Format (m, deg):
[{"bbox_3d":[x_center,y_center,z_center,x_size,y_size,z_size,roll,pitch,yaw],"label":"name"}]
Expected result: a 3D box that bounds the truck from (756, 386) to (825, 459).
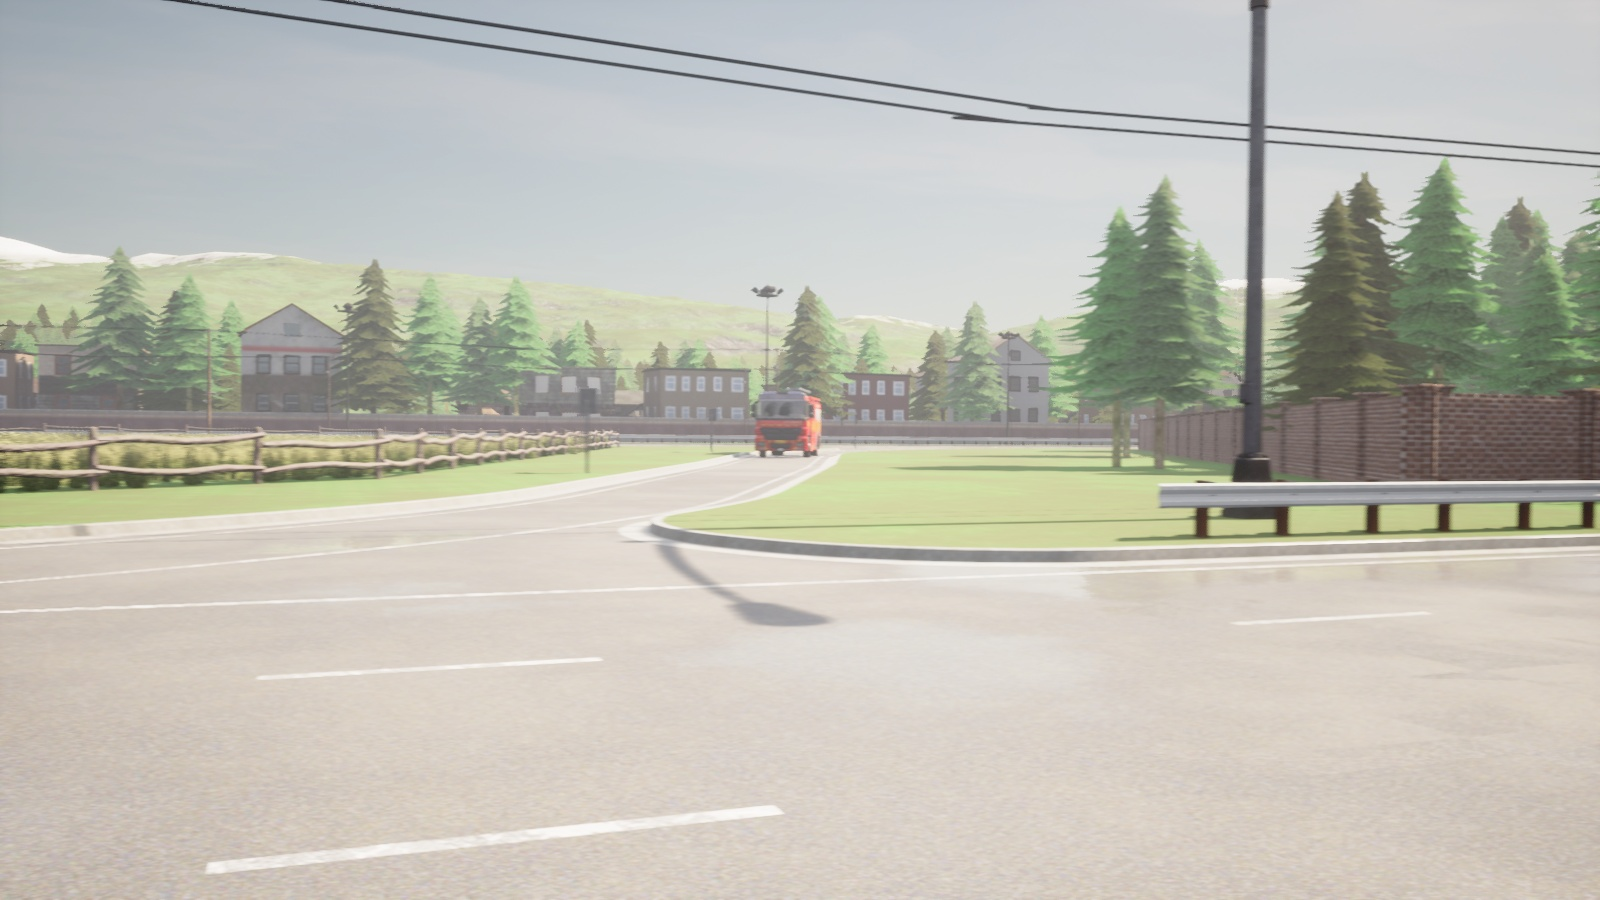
[{"bbox_3d":[-0.407,-1.513,70.559,2.891,3.827,8.468,-1,1,6],"label":"truck"}]
